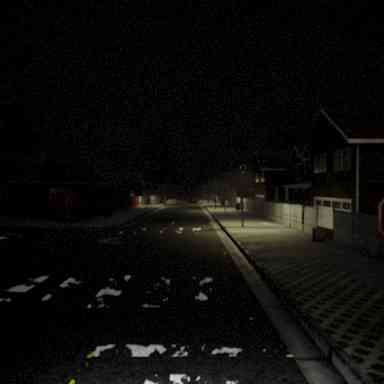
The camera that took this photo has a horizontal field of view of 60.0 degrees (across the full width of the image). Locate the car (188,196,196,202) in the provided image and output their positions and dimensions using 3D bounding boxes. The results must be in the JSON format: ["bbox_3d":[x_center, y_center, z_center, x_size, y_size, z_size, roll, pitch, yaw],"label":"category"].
[{"bbox_3d":[-0.014,1.782,90.028,2.128,1.511,4.902,0,0,0],"label":"car"}]

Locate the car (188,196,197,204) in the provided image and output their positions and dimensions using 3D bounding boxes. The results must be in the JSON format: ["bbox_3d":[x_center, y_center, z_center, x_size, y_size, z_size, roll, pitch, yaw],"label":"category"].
[{"bbox_3d":[0.094,1.635,69.673,2.128,1.511,4.902,0,0,0],"label":"car"}]
